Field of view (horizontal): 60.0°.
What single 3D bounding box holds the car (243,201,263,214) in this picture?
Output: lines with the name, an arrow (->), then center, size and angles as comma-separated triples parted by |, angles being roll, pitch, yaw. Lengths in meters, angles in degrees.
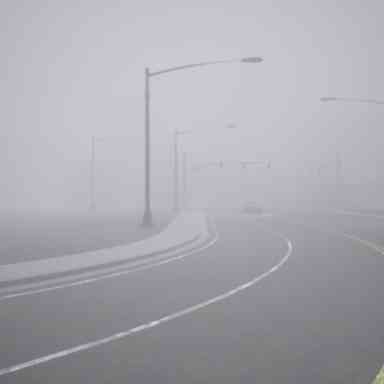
car -> 7.170, 1.847, 39.710 | 1.812, 1.442, 4.674 | 0, -1, 2
